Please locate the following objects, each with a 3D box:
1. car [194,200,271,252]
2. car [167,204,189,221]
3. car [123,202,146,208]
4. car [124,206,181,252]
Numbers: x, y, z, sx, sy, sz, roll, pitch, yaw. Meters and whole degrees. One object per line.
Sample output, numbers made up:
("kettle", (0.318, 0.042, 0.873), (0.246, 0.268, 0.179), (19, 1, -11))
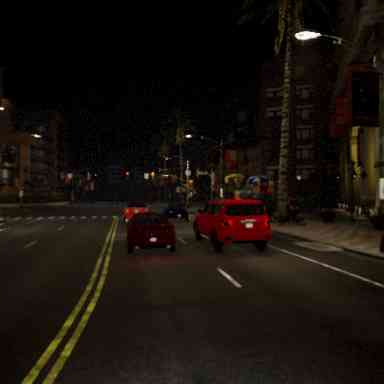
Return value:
("car", (1.595, 1.356, 14.979), (2.150, 2.045, 5.566), (0, 0, -12))
("car", (-1.497, 1.811, 30.017), (1.812, 1.442, 4.674), (0, 0, -11))
("car", (-4.869, 1.631, 29.023), (2.097, 1.767, 4.553), (0, -1, -12))
("car", (-1.918, 1.620, 14.716), (1.882, 1.535, 5.008), (0, 0, -11))
